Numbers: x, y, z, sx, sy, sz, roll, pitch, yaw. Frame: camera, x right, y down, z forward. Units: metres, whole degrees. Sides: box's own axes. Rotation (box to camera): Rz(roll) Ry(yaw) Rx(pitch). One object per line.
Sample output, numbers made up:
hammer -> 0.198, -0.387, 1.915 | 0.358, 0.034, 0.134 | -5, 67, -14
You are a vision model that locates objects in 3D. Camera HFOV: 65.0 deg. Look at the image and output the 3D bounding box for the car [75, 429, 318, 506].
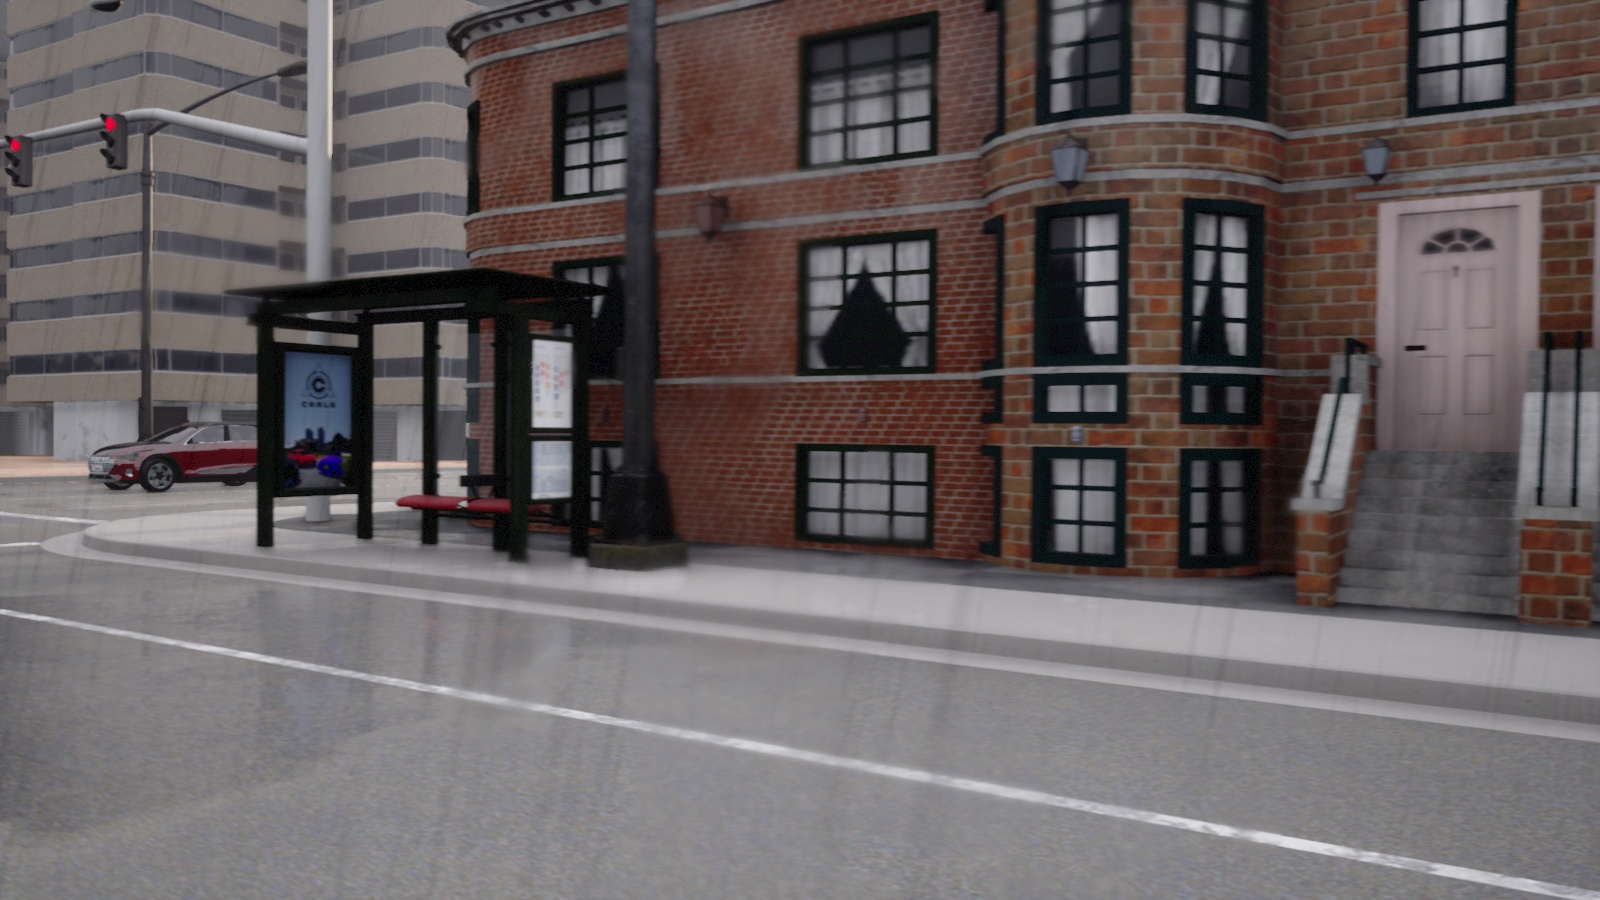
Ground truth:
car -> -14.297, 0.351, 30.039 | 2.033, 1.649, 4.856 | 0, 1, 33
